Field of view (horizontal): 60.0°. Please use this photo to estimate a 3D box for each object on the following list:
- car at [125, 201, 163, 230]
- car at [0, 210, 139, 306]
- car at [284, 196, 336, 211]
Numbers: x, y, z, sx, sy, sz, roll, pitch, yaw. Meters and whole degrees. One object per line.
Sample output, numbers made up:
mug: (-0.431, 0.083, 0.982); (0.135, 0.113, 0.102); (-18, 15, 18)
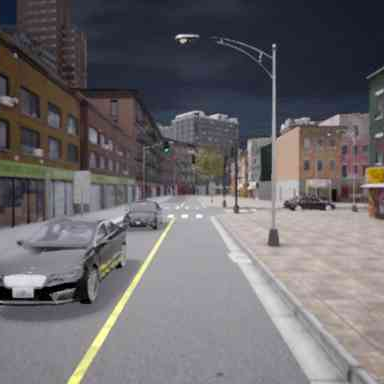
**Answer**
car: (-2.788, 1.317, 19.807); (1.837, 1.490, 4.892); (0, 1, 1)
car: (-2.837, 1.416, 8.058); (2.128, 1.511, 4.902); (0, 0, 0)
car: (11.405, 1.146, 32.266); (4.892, 1.490, 1.837); (0, 1, 0)
